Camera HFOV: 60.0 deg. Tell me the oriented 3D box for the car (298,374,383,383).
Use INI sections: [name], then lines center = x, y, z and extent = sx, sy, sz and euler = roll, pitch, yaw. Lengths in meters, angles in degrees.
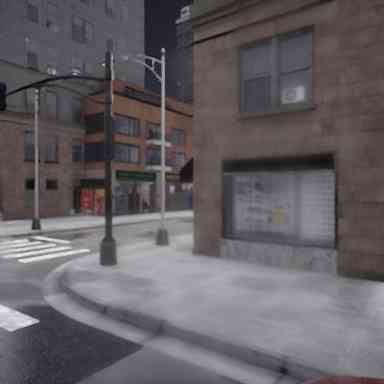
[car]
center = 2.249, 1.586, 1.201
extent = 4.206, 1.307, 1.802
euler = 0, 0, 36
